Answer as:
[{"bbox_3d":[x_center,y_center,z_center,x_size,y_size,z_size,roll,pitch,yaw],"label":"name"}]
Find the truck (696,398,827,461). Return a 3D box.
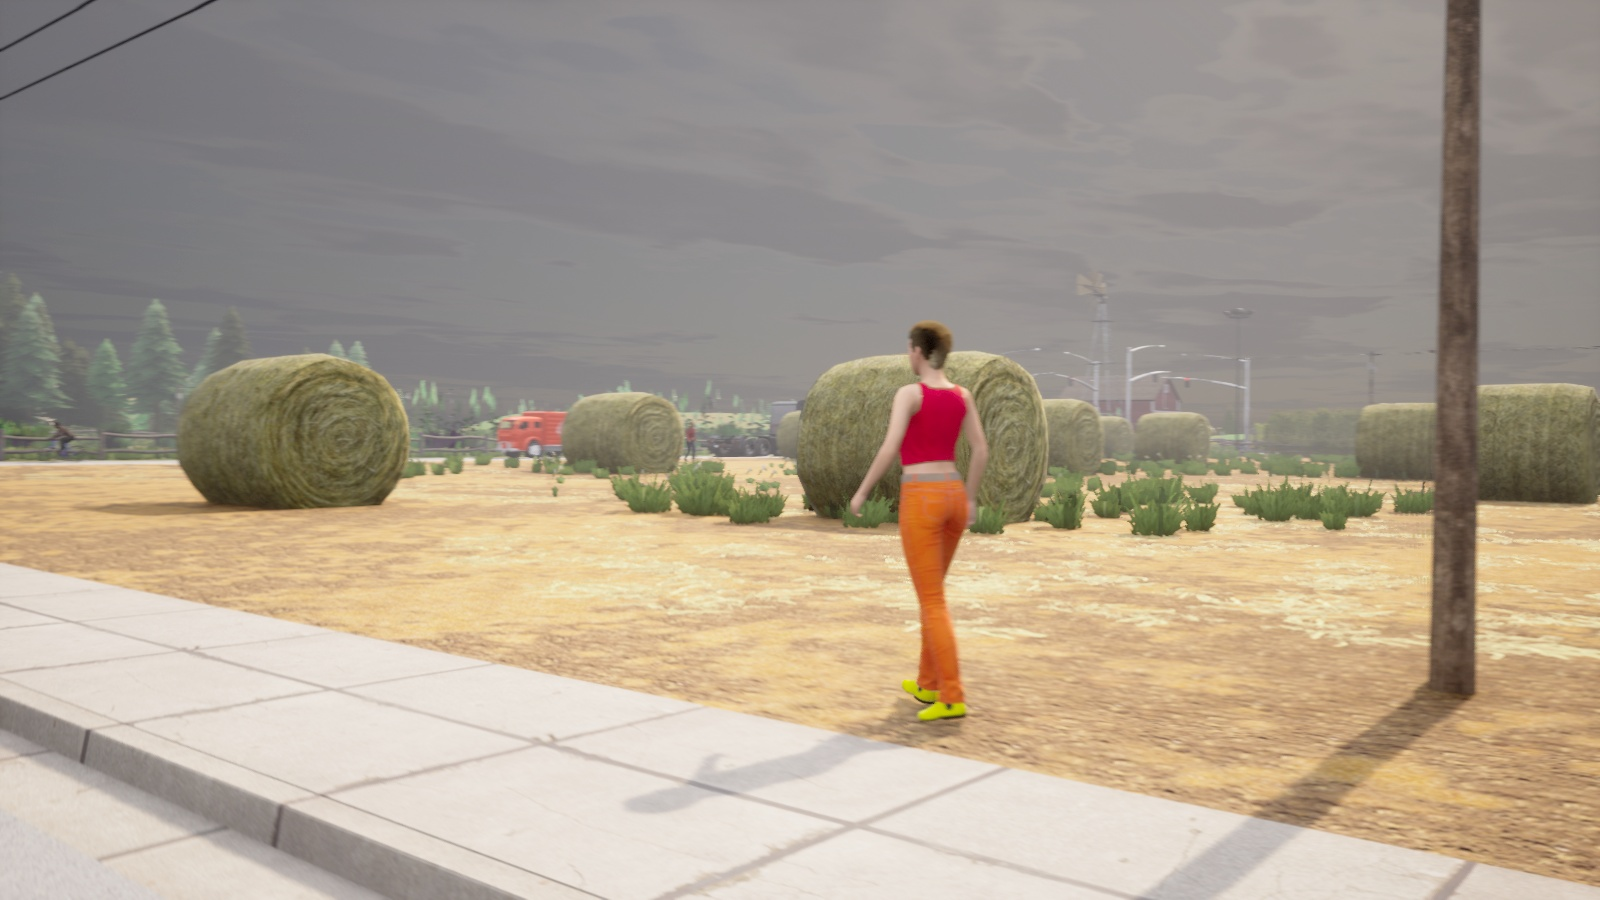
[{"bbox_3d":[-2.132,-1.206,73.157,2.891,3.462,7.936,0,1,42],"label":"truck"}]

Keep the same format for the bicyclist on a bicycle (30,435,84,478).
[{"bbox_3d":[-28.965,0.250,48.963,0.582,1.620,1.656,0,1,42],"label":"bicyclist on a bicycle"}]

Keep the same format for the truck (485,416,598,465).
[{"bbox_3d":[-13.507,-0.528,65.888,2.627,2.467,5.204,0,1,42],"label":"truck"}]

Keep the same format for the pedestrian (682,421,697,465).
[{"bbox_3d":[-4.659,-0.298,52.831,0.331,1.846,0.636,-1,1,-37],"label":"pedestrian"}]

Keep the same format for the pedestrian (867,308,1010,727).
[{"bbox_3d":[0.636,0.293,5.834,0.345,1.836,0.594,-1,1,-34],"label":"pedestrian"}]

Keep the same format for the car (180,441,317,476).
[{"bbox_3d":[-22.350,0.319,51.010,1.895,1.301,4.718,0,1,42],"label":"car"}]
